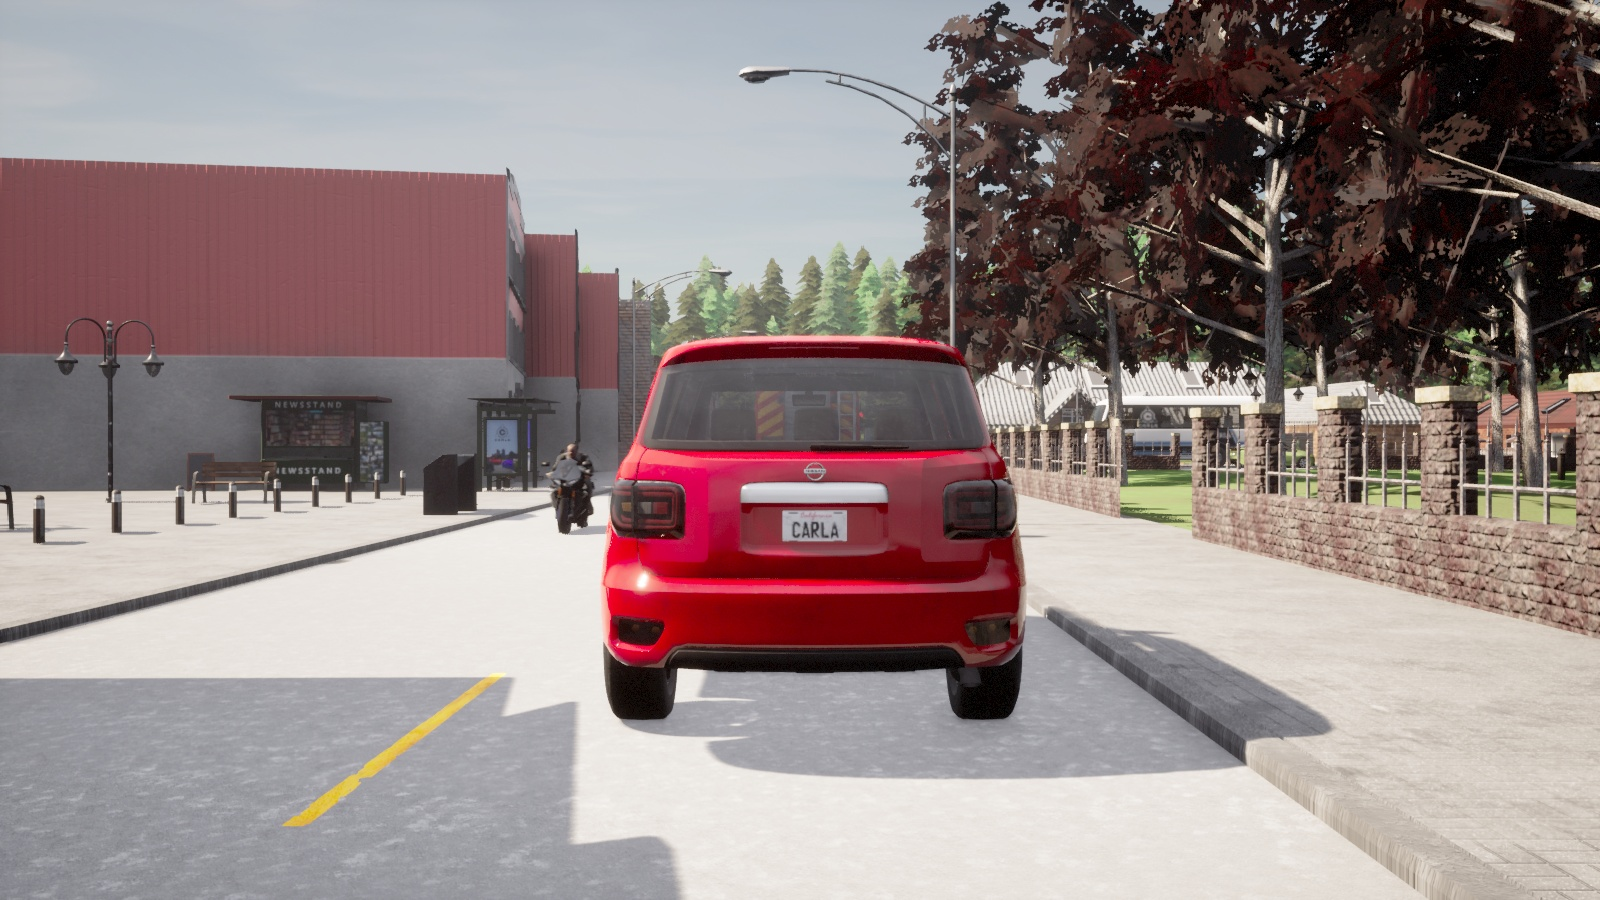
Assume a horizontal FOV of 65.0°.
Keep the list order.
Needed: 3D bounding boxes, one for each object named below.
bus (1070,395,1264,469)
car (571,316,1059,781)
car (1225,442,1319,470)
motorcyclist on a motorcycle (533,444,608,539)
[{"bbox_3d":[21.515,-1.031,74.190,10.273,4.253,3.944,0,0,0],"label":"bus"},{"bbox_3d":[0.065,0.419,8.312,2.150,2.045,5.566,0,0,0],"label":"car"},{"bbox_3d":[26.317,0.319,70.087,4.514,1.525,2.007,0,0,-1],"label":"car"},{"bbox_3d":[-3.854,0.658,21.289,0.866,1.530,2.191,0,0,0],"label":"motorcyclist on a motorcycle"}]
